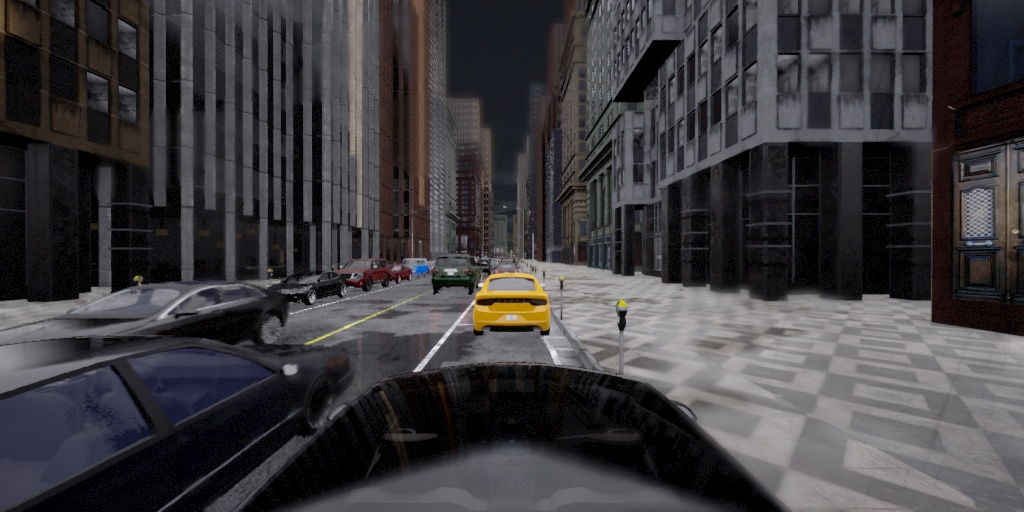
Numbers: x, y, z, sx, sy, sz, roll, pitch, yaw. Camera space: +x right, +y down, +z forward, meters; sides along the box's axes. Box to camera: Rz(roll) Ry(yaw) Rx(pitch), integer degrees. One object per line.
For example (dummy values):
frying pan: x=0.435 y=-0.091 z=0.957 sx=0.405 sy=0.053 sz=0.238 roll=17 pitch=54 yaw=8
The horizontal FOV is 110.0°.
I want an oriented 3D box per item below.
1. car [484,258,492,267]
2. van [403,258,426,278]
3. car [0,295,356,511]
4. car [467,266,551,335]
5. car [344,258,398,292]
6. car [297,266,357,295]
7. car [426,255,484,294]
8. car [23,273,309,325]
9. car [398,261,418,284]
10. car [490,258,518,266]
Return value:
car: x=-3.145 y=1.253 z=38.959 sx=1.837 sy=1.490 sz=4.892 roll=0 pitch=0 yaw=0
van: x=-8.908 y=1.089 z=32.830 sx=1.690 sy=1.789 sz=3.998 roll=0 pitch=0 yaw=0
car: x=-3.044 y=1.298 z=2.403 sx=2.033 sy=1.411 sz=5.357 roll=0 pitch=0 yaw=0
car: x=-0.006 y=1.227 z=10.501 sx=1.882 sy=1.535 sz=5.008 roll=0 pitch=0 yaw=0
car: x=-8.908 y=1.064 z=21.556 sx=2.192 sy=1.841 sz=5.009 roll=0 pitch=0 yaw=0
car: x=-8.908 y=1.315 z=15.920 sx=1.948 sy=1.339 sz=4.313 roll=0 pitch=0 yaw=0
car: x=-3.044 y=0.970 z=20.457 sx=2.150 sy=2.045 sz=5.566 roll=0 pitch=0 yaw=0
car: x=-6.246 y=1.241 z=6.581 sx=2.128 sy=1.511 sz=4.902 roll=0 pitch=0 yaw=0
car: x=-8.908 y=1.294 z=27.194 sx=1.888 sy=1.381 sz=4.507 roll=0 pitch=0 yaw=0
car: x=-0.383 y=1.188 z=27.203 sx=1.967 sy=1.591 sz=4.097 roll=0 pitch=0 yaw=0
